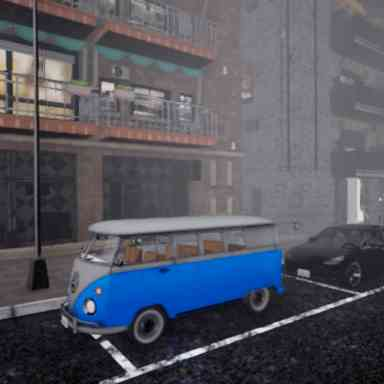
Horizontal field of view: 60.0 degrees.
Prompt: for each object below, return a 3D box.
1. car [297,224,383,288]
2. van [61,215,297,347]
[{"bbox_3d":[4.478,1.594,9.302,4.313,1.339,1.947,0,-1,-35],"label":"car"},{"bbox_3d":[-0.125,1.352,6.024,3.998,1.788,1.690,0,-1,-35],"label":"van"}]
